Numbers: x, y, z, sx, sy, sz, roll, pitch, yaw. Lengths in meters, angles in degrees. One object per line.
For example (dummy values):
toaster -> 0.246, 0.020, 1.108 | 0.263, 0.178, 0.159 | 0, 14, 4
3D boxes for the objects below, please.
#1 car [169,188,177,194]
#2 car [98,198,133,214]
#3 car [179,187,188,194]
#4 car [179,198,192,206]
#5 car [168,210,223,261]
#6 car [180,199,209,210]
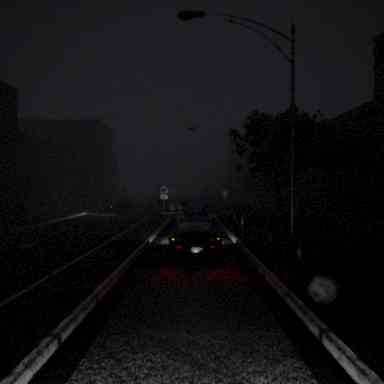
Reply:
car -> -5.195, -0.318, 92.517 | 1.812, 1.442, 4.674 | 0, 2, 0
car -> -8.339, 1.509, 36.765 | 1.837, 1.490, 4.892 | -1, 0, 22
car -> -2.190, -0.276, 84.375 | 1.882, 1.535, 5.008 | 0, 2, 0
car -> -0.129, 1.474, 42.758 | 1.895, 1.301, 4.718 | -1, 1, -23
car -> 0.119, 1.624, 12.499 | 1.812, 1.442, 4.674 | 0, -1, 0
car -> 0.390, 1.647, 27.625 | 1.882, 1.535, 5.008 | 0, 1, 4
